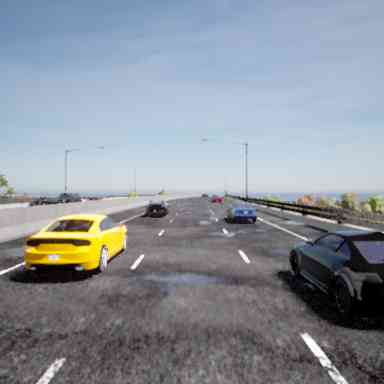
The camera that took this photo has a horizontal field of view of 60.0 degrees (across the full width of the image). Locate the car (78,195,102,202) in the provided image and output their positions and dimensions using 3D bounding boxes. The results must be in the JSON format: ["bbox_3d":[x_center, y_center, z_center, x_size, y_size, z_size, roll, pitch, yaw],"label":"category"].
[{"bbox_3d":[-13.473,1.424,45.512,1.812,1.442,4.674,0,0,2],"label":"car"}]

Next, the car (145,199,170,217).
[{"bbox_3d":[-3.113,1.413,30.844,2.128,1.511,4.902,0,0,1],"label":"car"}]

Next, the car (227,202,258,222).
[{"bbox_3d":[3.800,1.480,25.774,2.033,1.411,5.357,0,0,1],"label":"car"}]

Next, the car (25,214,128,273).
[{"bbox_3d":[-3.359,1.444,10.603,1.882,1.535,5.008,0,0,0],"label":"car"}]

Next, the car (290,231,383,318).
[{"bbox_3d":[3.624,1.541,7.364,1.994,1.385,4.181,0,0,0],"label":"car"}]

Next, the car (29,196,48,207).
[{"bbox_3d":[-20.466,1.402,45.736,1.837,1.490,4.892,0,0,2],"label":"car"}]

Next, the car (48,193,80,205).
[{"bbox_3d":[-16.975,1.119,45.525,2.150,2.045,5.566,0,0,2],"label":"car"}]

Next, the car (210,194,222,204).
[{"bbox_3d":[4.651,1.454,62.780,1.994,1.385,4.181,0,0,2],"label":"car"}]
